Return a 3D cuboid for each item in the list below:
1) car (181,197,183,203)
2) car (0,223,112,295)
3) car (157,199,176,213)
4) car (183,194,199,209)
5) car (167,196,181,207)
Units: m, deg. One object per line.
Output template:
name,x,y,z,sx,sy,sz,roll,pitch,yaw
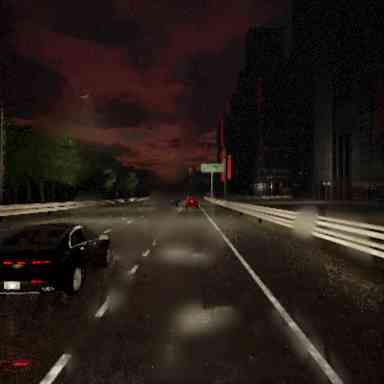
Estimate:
car,-3.724,2.362,92.507,1.812,1.442,4.674,0,0,0
car,-3.504,1.597,8.915,1.837,1.490,4.892,0,-1,0
car,-3.597,1.991,44.574,2.033,1.411,5.357,0,-1,0
car,-0.042,1.770,55.695,2.150,2.045,5.566,0,0,-1
car,-3.690,1.837,63.149,2.150,2.045,5.566,0,-1,0
